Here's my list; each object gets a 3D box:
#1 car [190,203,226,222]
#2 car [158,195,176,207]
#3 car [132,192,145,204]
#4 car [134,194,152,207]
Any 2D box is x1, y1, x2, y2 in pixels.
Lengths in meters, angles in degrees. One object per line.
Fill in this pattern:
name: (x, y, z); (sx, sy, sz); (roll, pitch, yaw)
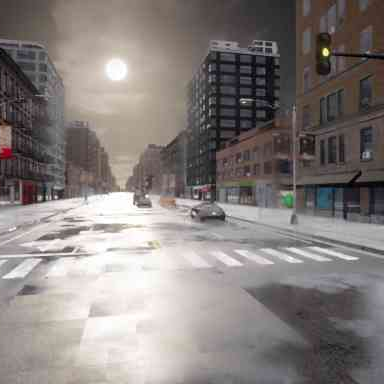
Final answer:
car: (1.148, 1.506, 25.801); (1.994, 1.385, 4.181); (0, 0, -12)
car: (-3.606, 1.237, 47.986); (2.097, 1.767, 4.553); (0, 0, -12)
car: (-9.135, 1.081, 57.792); (2.150, 2.045, 5.566); (0, 0, -12)
car: (-6.936, 1.449, 48.043); (1.994, 1.385, 4.181); (0, 0, -13)
